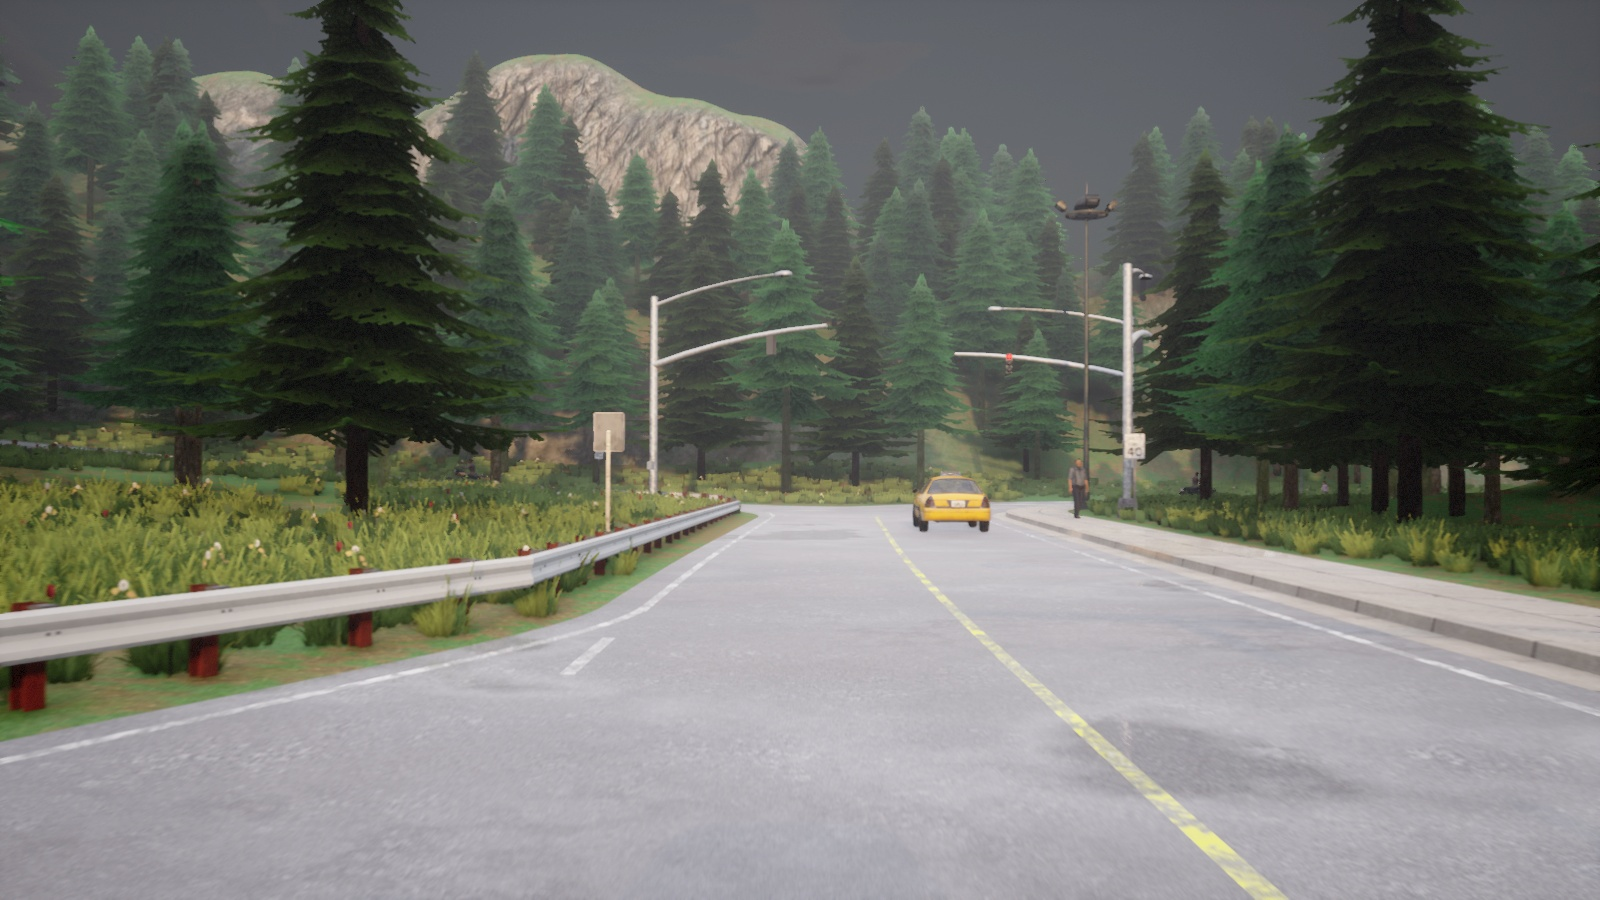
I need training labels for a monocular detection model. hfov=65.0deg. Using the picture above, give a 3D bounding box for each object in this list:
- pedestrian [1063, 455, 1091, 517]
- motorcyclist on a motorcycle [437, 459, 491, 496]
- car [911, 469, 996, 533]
[{"bbox_3d":[8.316,1.075,37.699,0.540,1.848,0.694,0,-1,-15],"label":"pedestrian"},{"bbox_3d":[-16.292,1.331,60.911,2.350,1.649,0.766,2,0,11],"label":"motorcyclist on a motorcycle"},{"bbox_3d":[4.029,1.302,33.712,1.801,1.575,5.366,0,-1,2],"label":"car"}]
